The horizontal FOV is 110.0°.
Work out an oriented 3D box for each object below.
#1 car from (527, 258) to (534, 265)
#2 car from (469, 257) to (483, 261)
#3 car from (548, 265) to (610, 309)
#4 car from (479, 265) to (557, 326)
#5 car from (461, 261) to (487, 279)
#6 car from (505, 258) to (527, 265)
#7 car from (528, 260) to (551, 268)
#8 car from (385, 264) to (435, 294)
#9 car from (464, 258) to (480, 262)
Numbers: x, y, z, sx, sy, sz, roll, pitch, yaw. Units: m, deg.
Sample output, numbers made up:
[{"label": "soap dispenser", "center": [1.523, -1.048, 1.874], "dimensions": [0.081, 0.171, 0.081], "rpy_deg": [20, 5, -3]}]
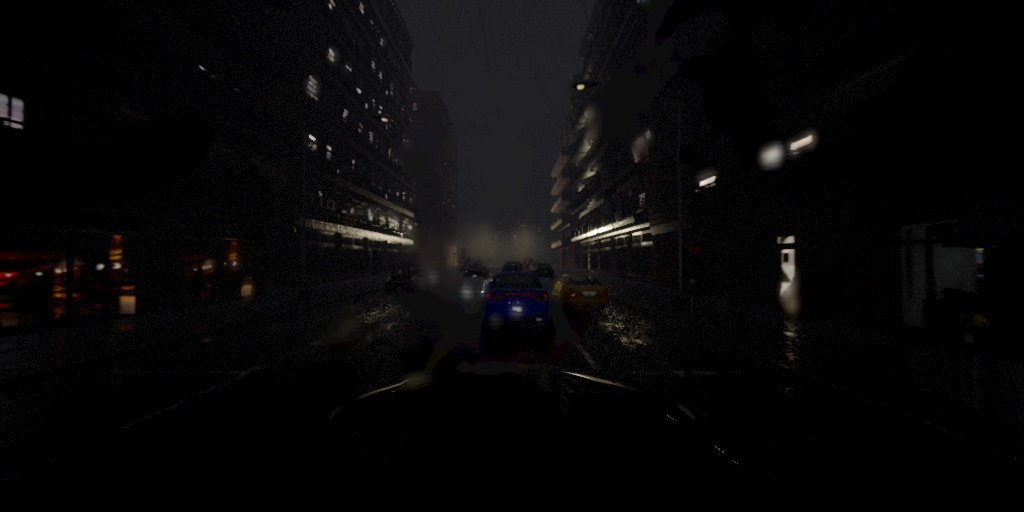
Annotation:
[{"label": "car", "center": [2.840, 1.294, 42.692], "dimensions": [1.751, 1.417, 4.829], "rpy_deg": [0, 0, 0]}, {"label": "car", "center": [-5.805, 1.090, 53.693], "dimensions": [2.192, 1.841, 5.009], "rpy_deg": [0, 0, 0]}, {"label": "car", "center": [2.704, 1.281, 14.852], "dimensions": [1.751, 1.417, 4.829], "rpy_deg": [0, 0, 0]}, {"label": "car", "center": [0.107, 1.232, 11.778], "dimensions": [1.882, 1.535, 5.008], "rpy_deg": [0, 0, -1]}, {"label": "car", "center": [-3.069, 1.365, 32.092], "dimensions": [1.895, 1.301, 4.718], "rpy_deg": [0, 0, 0]}, {"label": "car", "center": [0.110, 1.242, 33.123], "dimensions": [1.882, 1.535, 5.008], "rpy_deg": [0, 0, 0]}, {"label": "car", "center": [2.772, 1.329, 32.027], "dimensions": [1.948, 1.339, 4.313], "rpy_deg": [0, 0, 0]}, {"label": "car", "center": [-5.703, 1.198, 20.284], "dimensions": [1.967, 1.591, 4.097], "rpy_deg": [0, 0, 0]}, {"label": "car", "center": [-5.806, 1.323, 48.125], "dimensions": [2.007, 1.370, 4.403], "rpy_deg": [0, 0, 0]}]
